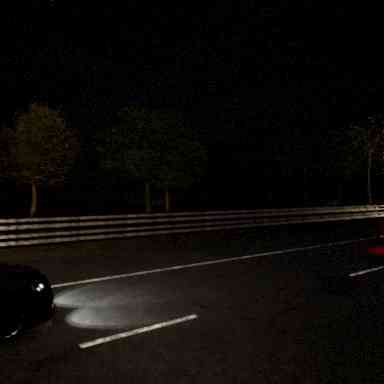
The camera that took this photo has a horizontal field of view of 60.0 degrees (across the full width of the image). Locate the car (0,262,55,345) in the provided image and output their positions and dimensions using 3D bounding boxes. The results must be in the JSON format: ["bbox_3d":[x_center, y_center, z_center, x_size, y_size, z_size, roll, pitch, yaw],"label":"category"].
[{"bbox_3d":[-4.332,1.561,4.958,4.181,1.385,1.994,0,0,-35],"label":"car"}]

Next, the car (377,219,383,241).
[{"bbox_3d":[10.691,1.553,15.644,5.008,1.535,1.882,0,0,-35],"label":"car"}]
